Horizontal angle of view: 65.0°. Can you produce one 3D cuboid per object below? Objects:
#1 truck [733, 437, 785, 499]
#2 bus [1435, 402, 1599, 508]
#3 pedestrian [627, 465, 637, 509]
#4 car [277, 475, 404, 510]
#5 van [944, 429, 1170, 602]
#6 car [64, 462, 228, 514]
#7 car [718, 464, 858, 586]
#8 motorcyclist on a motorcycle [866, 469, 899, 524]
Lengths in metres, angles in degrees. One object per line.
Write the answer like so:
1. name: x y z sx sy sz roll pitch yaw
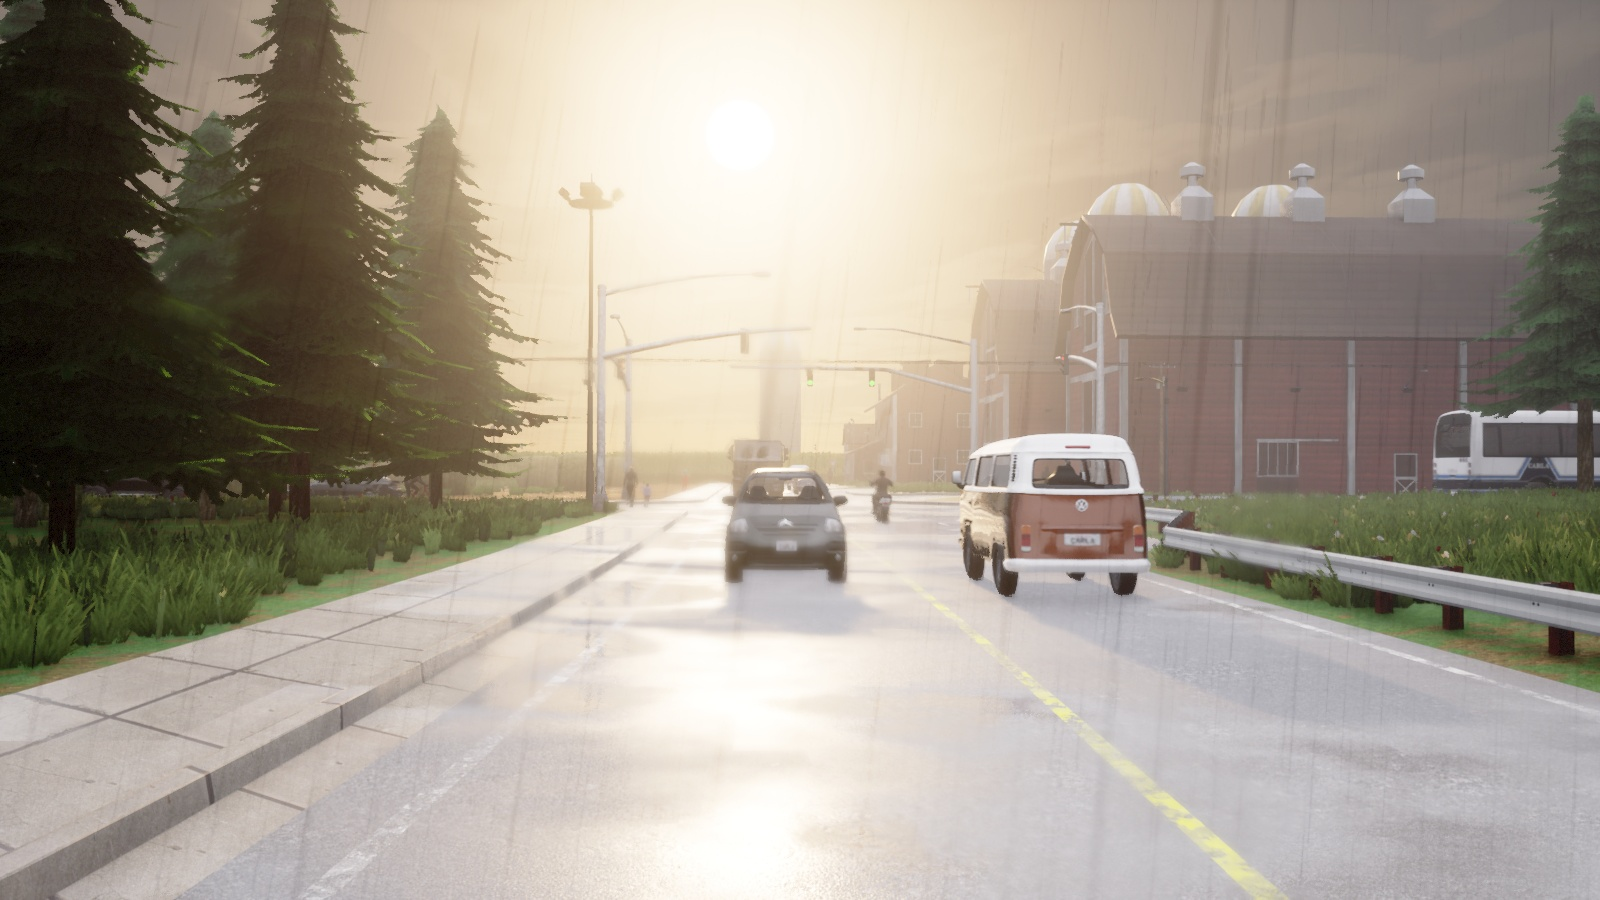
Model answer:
1. truck: -2.453 1.085 73.816 2.891 3.462 7.936 0 -1 -2
2. bus: 32.811 0.224 52.724 10.273 4.253 3.944 0 -1 -1
3. pedestrian: -7.041 1.554 52.696 0.331 1.846 0.634 0 -1 0
4. car: -20.057 1.854 54.967 4.892 1.490 1.837 0 -1 -1
5. van: 3.320 0.815 17.186 2.069 2.038 4.480 0 -1 -1
6. car: -26.664 1.533 51.321 5.566 2.045 2.150 0 -1 -1
7. car: -0.219 1.029 18.692 1.851 1.617 3.988 0 -1 -2
8. motorcyclist on a motorcycle: 2.516 1.404 38.456 0.766 1.649 2.350 0 -1 -2
